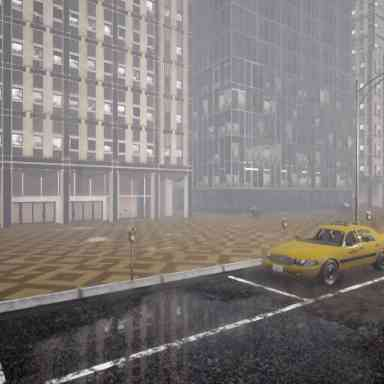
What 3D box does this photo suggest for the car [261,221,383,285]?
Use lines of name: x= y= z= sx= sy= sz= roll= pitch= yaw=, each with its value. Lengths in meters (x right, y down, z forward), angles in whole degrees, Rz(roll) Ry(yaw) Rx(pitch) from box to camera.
car: x=4.037 y=1.526 z=9.454 sx=4.829 sy=1.417 sz=1.752 roll=0 pitch=0 yaw=-36
